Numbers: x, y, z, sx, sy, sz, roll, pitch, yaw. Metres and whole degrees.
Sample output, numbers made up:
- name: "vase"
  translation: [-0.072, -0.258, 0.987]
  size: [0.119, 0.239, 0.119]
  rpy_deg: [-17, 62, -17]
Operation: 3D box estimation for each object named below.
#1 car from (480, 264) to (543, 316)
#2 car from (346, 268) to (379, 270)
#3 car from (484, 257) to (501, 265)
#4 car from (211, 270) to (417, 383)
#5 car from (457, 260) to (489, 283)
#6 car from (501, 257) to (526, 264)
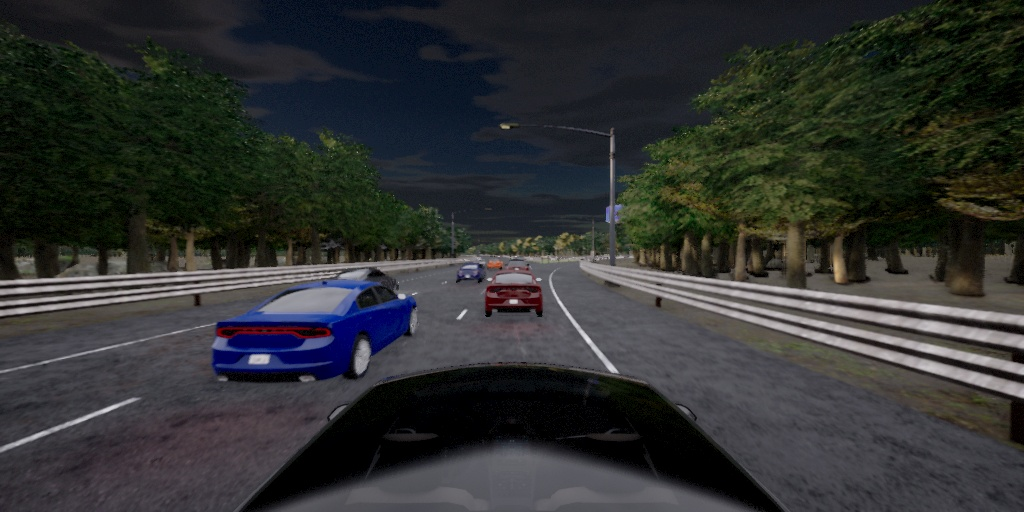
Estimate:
- name: "car"
  translation: [0.080, 1.238, 13.346]
  size: [1.882, 1.535, 5.008]
  rpy_deg: [0, 0, 1]
- name: "car"
  translation: [-6.800, 1.259, 16.493]
  size: [1.812, 1.442, 4.674]
  rpy_deg: [0, 0, 1]
- name: "car"
  translation: [-2.366, 0.992, 51.628]
  size: [2.097, 1.767, 4.553]
  rpy_deg: [0, 0, 2]
- name: "car"
  translation: [-3.374, 1.223, 7.278]
  size: [1.882, 1.535, 5.008]
  rpy_deg: [0, 0, 0]
- name: "car"
  translation: [-3.051, 1.239, 27.418]
  size: [1.812, 1.442, 4.674]
  rpy_deg: [0, 0, 1]
- name: "car"
  translation: [0.441, 1.059, 30.871]
  size: [2.097, 1.767, 4.553]
  rpy_deg: [0, 0, 2]
